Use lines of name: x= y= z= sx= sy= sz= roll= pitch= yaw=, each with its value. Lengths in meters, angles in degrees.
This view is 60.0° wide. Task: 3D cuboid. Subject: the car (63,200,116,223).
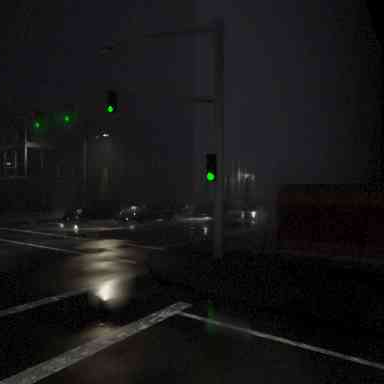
car: x=-7.706 y=1.407 z=26.001 sx=2.097 sy=1.767 sz=4.553 roll=0 pitch=0 yaw=36

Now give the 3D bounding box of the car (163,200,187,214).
car: x=-2.387 y=1.560 z=33.433 sx=1.837 sy=1.490 sz=4.892 roll=0 pitch=0 yaw=36

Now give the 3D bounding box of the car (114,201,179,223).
car: x=-3.441 y=1.656 z=25.951 sx=1.895 sy=1.301 sz=4.718 roll=0 pitch=0 yaw=36

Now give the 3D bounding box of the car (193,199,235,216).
car: x=2.076 y=1.533 z=33.653 sx=1.882 sy=1.535 sz=5.008 roll=0 pitch=0 yaw=35

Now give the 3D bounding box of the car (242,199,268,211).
car: x=8.048 y=1.581 z=41.971 sx=1.812 sy=1.442 sz=4.674 roll=0 pitch=0 yaw=36
